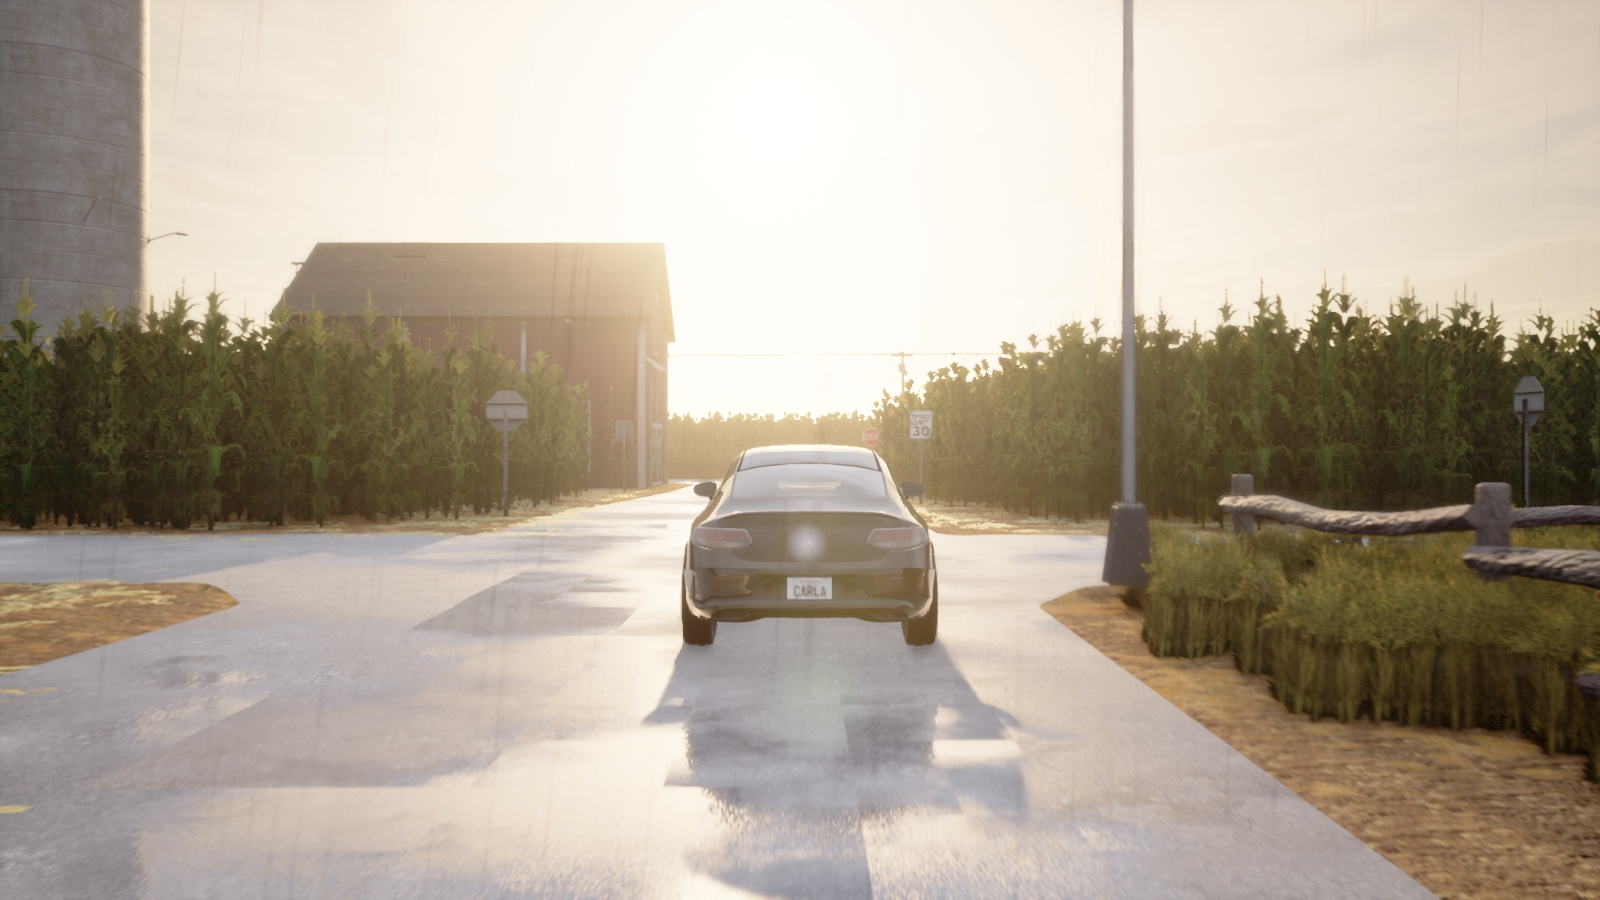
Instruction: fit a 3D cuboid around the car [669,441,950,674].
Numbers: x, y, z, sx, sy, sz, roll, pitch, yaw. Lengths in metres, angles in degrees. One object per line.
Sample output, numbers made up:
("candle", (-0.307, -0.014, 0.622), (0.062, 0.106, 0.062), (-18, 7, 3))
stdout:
("car", (0.074, 0.680, 10.445), (1.812, 1.442, 4.674), (0, 1, 0))
